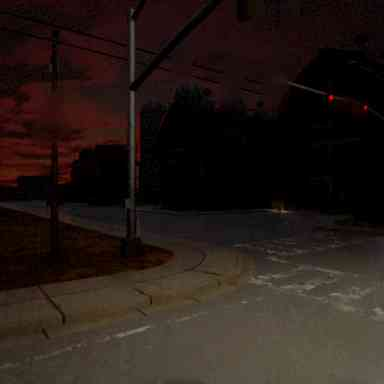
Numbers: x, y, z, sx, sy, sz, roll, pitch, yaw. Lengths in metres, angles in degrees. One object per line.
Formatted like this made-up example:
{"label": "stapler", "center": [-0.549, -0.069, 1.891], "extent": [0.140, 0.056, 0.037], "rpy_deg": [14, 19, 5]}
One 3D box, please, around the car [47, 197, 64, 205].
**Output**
{"label": "car", "center": [-23.348, 1.537, 56.654], "extent": [1.994, 1.385, 4.181], "rpy_deg": [0, 0, -36]}

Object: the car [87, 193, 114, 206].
{"label": "car", "center": [-13.817, 1.118, 50.584], "extent": [3.866, 1.878, 1.905], "rpy_deg": [-2, 5, 11]}
